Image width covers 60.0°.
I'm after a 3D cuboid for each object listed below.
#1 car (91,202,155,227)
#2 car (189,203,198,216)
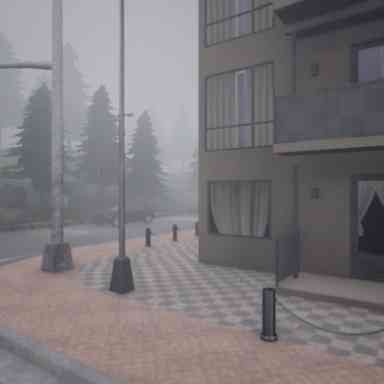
[{"bbox_3d":[-4.680,1.498,23.250,1.882,1.535,5.008,0,0,35],"label":"car"},{"bbox_3d":[1.669,1.498,32.403,1.882,1.535,5.008,0,0,35],"label":"car"}]
